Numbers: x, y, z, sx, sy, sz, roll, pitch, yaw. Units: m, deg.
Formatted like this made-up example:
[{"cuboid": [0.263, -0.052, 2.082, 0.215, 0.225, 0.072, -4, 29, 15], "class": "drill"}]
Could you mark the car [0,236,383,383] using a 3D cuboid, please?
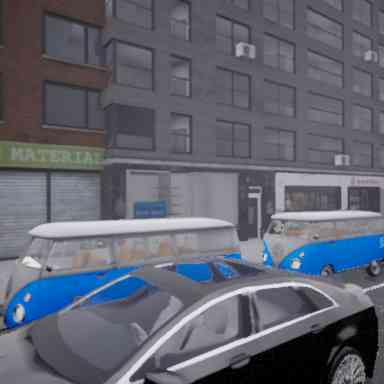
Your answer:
[{"cuboid": [-0.101, 1.512, 3.244, 4.902, 1.511, 2.128, 1, 0, -35], "class": "car"}]

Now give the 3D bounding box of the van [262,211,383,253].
[{"cuboid": [3.632, 1.416, 8.969, 3.998, 1.788, 1.690, 1, -1, -35], "class": "van"}]

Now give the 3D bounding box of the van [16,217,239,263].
[{"cuboid": [-0.959, 1.375, 5.789, 3.998, 1.788, 1.690, 1, -1, -35], "class": "van"}]
